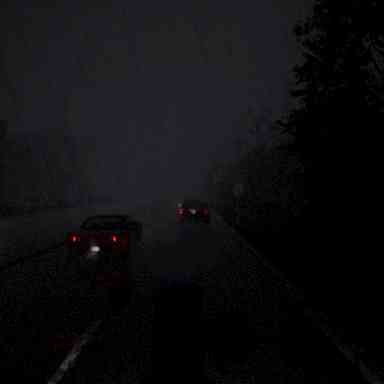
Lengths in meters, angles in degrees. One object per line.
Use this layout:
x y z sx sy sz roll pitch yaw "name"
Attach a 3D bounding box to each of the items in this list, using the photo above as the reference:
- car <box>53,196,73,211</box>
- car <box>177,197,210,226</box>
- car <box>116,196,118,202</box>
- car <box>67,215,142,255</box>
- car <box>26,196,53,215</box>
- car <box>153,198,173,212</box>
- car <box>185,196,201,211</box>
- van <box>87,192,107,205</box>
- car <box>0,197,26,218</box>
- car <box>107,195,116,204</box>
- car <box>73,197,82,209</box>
-15.509 1.188 37.066 2.185 1.767 4.553 0 0 0 "car"
0.101 1.263 22.932 2.097 1.767 4.553 0 0 0 "car"
-15.594 1.254 64.726 2.002 1.452 4.674 -2 0 0 "car"
-3.150 1.550 13.056 1.895 1.301 4.718 0 0 0 "car"
-15.496 1.208 31.540 2.185 1.767 4.553 0 0 0 "car"
-3.147 1.407 36.210 2.033 1.411 5.357 0 0 0 "car"
0.102 1.350 40.538 1.837 1.490 4.892 0 1 0 "car"
-15.549 1.028 53.618 1.878 1.987 4.442 0 0 0 "van"
-15.484 1.355 25.990 2.231 1.521 4.892 0 0 0 "car"
-15.564 1.263 59.230 2.163 1.488 4.792 0 0 0 "car"
-15.523 1.333 42.688 2.002 1.452 4.674 0 0 0 "car"
